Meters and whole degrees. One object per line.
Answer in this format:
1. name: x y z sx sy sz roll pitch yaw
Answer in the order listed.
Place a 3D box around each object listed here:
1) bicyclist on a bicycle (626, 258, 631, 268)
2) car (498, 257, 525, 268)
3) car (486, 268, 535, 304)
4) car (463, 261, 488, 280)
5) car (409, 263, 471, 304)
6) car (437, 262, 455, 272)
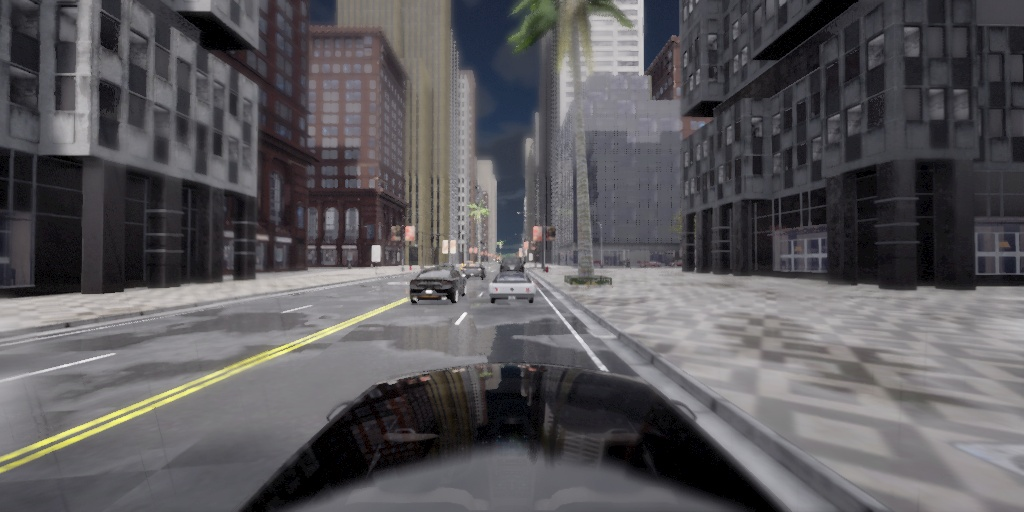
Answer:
1. bicyclist on a bicycle: 18.393 1.174 56.919 0.582 1.620 1.656 0 -1 -1
2. car: -0.001 1.076 31.537 2.150 2.045 5.566 0 0 0
3. car: 0.000 1.384 16.532 1.895 1.301 4.718 0 0 0
4. car: -3.251 1.313 31.505 2.128 1.511 4.902 0 0 0
5. car: -3.251 1.252 16.503 1.882 1.535 5.008 0 0 0
6. car: -9.751 1.624 53.337 1.895 1.301 4.718 0 0 0
